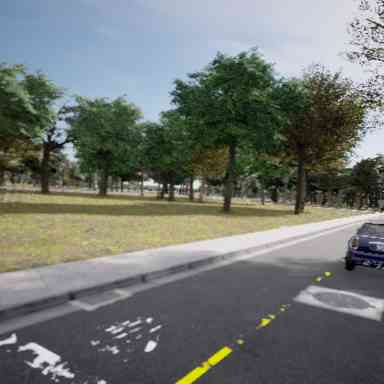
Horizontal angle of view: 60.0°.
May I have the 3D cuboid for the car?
[{"bbox_3d":[6.954,1.789,11.829,2.097,1.767,4.553,4,0,34],"label":"car"}]
